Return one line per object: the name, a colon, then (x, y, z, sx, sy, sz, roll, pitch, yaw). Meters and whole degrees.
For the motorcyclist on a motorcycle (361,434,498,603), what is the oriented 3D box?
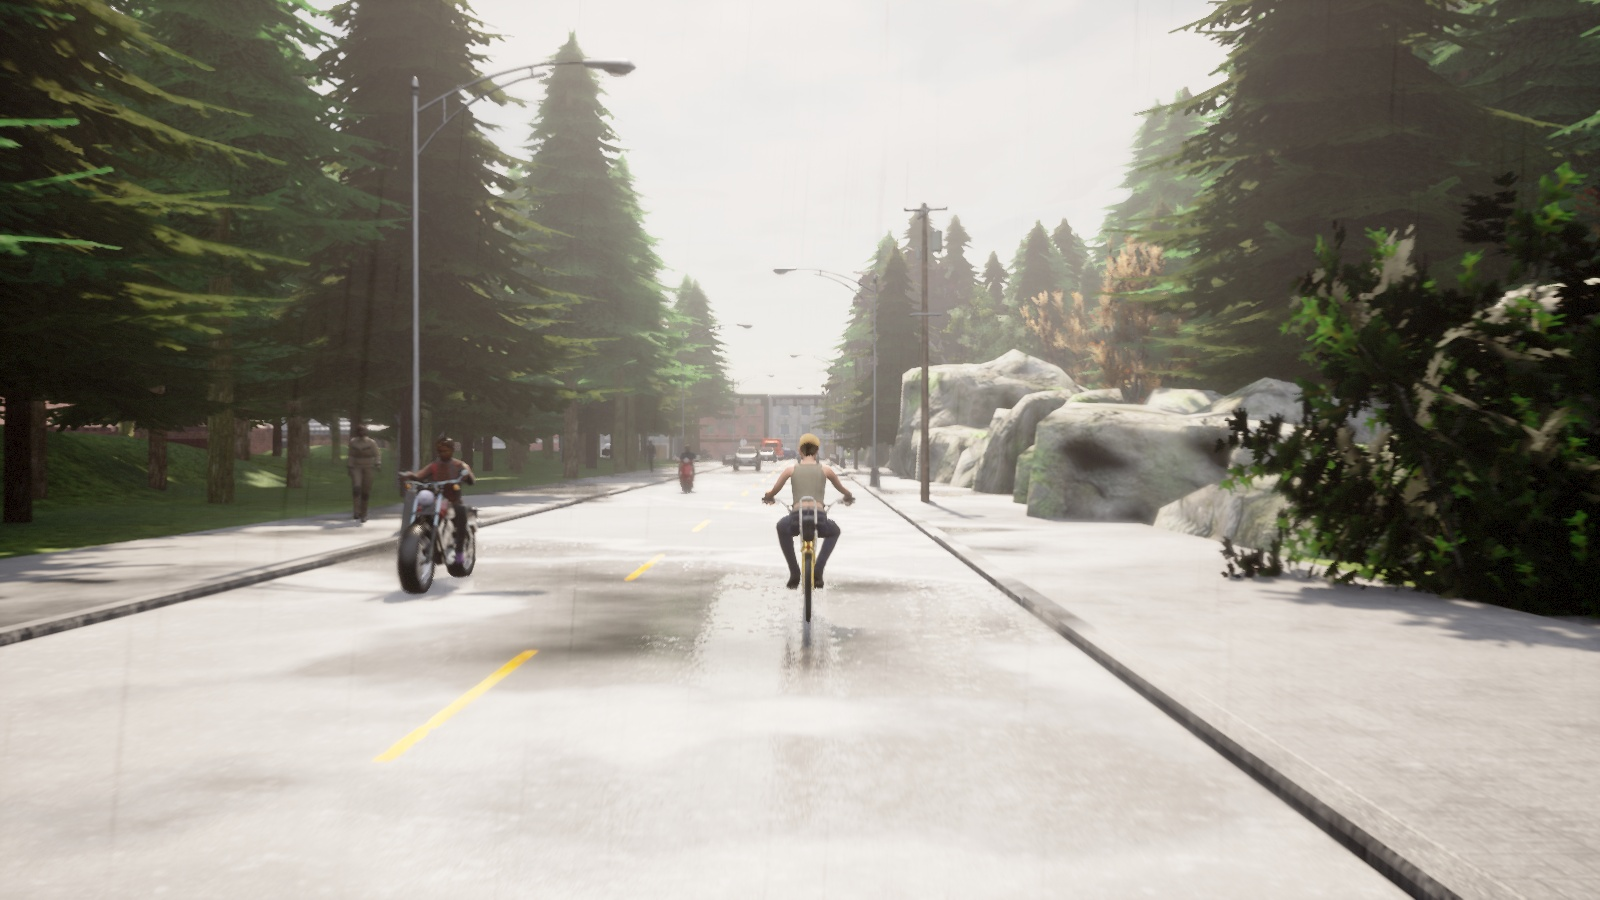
motorcyclist on a motorcycle: (-3.905, 0.668, 13.451, 0.766, 1.649, 2.350, 0, 0, 0)

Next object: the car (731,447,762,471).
car: (-3.427, 0.562, 80.804, 1.789, 1.549, 3.705, 0, 0, 0)

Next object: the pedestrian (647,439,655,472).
pedestrian: (-8.436, 0.309, 71.102, 0.353, 1.847, 0.614, 0, 0, -1)

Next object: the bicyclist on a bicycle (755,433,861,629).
bicyclist on a bicycle: (0.075, 0.662, 11.073, 0.866, 1.612, 1.509, 0, 0, 1)

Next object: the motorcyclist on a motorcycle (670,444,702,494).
motorcyclist on a motorcycle: (-3.710, 0.616, 41.069, 0.866, 1.590, 1.817, 0, 0, 0)

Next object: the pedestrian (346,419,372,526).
pedestrian: (-8.049, 0.405, 22.918, 0.396, 1.930, 0.692, 0, 0, -15)
